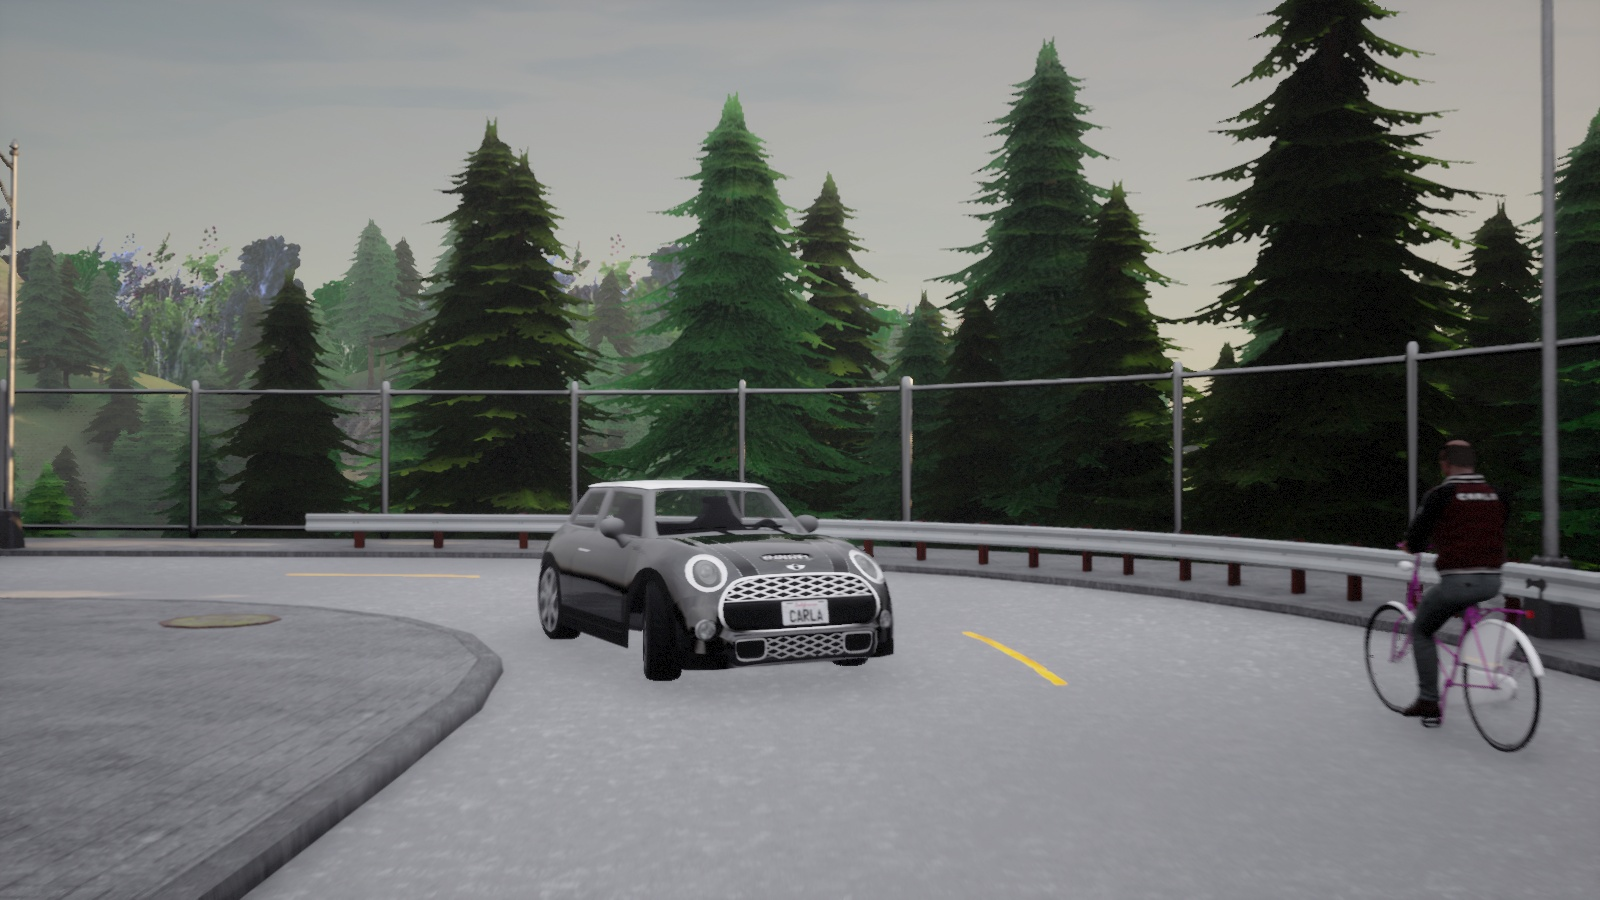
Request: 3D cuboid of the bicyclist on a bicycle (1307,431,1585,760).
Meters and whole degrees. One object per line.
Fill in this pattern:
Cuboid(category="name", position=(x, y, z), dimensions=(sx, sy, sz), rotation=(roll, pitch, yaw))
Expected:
Cuboid(category="bicyclist on a bicycle", position=(3.888, 0.800, 7.759), dimensions=(0.659, 1.776, 1.843), rotation=(-1, -1, -3))

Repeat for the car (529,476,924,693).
Cuboid(category="car", position=(-0.824, 0.964, 10.757), dimensions=(1.970, 1.475, 3.806), rotation=(0, -1, -28))
